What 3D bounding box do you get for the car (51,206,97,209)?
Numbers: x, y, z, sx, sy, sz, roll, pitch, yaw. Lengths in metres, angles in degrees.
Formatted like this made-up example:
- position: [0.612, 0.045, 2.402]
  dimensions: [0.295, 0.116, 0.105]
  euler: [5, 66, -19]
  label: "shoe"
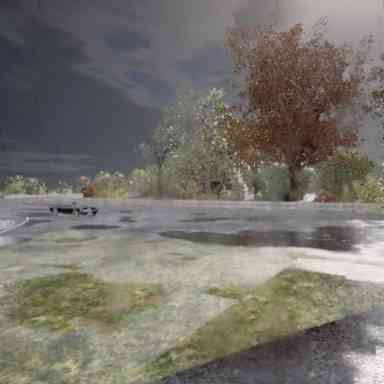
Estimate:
- position: [-9.828, 1.364, 27.619]
  dimensions: [4.718, 1.301, 1.895]
  euler: [0, 0, 38]
  label: "car"
